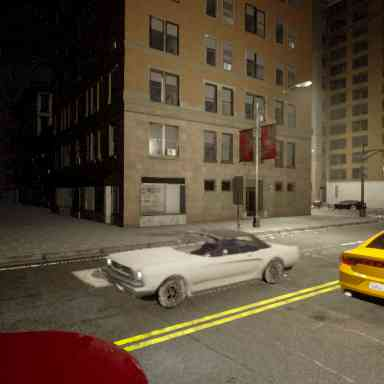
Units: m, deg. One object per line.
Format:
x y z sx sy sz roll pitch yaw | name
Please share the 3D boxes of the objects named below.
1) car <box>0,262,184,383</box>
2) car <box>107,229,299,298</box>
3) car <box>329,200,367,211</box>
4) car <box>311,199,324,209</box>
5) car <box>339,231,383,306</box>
-2.426 1.526 1.708 4.674 1.442 1.812 0 0 -36 | car
0.362 1.601 7.949 4.718 1.301 1.895 0 0 -36 | car
18.826 1.597 40.308 1.947 1.339 4.313 0 0 -35 | car
15.549 1.582 44.926 2.008 1.369 4.403 0 0 -35 | car
5.201 1.478 7.170 5.008 1.535 1.882 0 0 -35 | car
